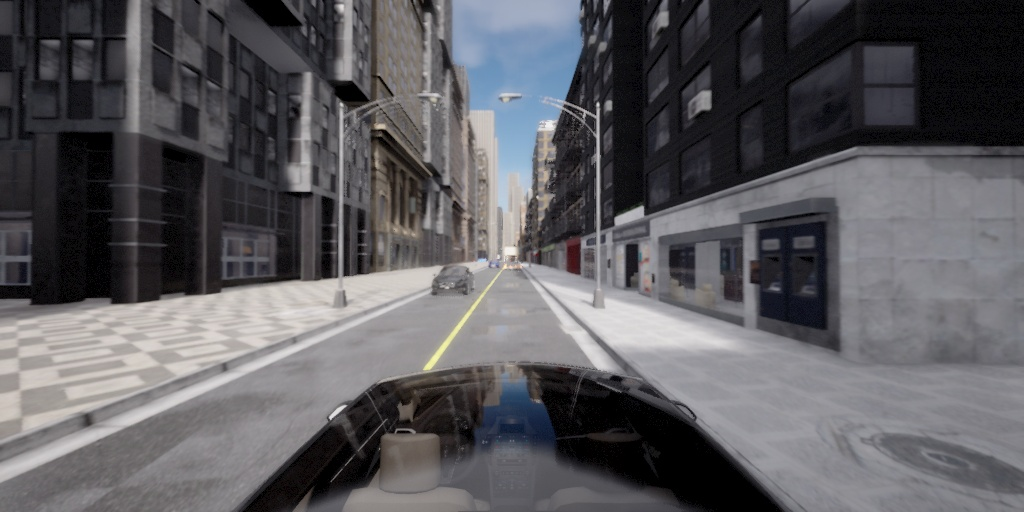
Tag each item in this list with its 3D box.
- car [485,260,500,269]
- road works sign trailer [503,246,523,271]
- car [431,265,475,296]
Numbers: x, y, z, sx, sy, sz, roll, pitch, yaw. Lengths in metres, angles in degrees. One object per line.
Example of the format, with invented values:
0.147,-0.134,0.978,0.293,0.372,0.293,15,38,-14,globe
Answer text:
-3.037,1.393,60.840,1.812,1.442,4.674,0,0,1,car
0.000,0.306,52.272,2.380,3.560,2.880,0,0,0,road works sign trailer
-3.101,1.274,19.540,1.837,1.490,4.892,0,0,0,car
